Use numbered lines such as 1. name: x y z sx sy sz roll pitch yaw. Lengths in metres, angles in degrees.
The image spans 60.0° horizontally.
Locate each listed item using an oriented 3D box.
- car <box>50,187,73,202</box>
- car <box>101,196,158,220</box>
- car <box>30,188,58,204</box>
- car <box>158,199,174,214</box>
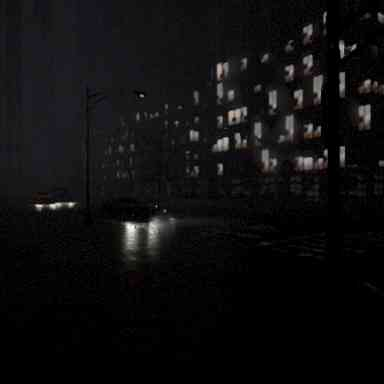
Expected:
1. car: -18.449 0.292 46.439 2.150 2.045 5.566 0 1 -38
2. car: -4.714 1.045 23.534 1.882 1.535 5.008 0 1 -38
3. car: -18.670 0.634 41.396 1.882 1.535 5.008 0 1 -38
4. car: -3.439 1.111 27.168 1.895 1.301 4.718 0 1 -38
